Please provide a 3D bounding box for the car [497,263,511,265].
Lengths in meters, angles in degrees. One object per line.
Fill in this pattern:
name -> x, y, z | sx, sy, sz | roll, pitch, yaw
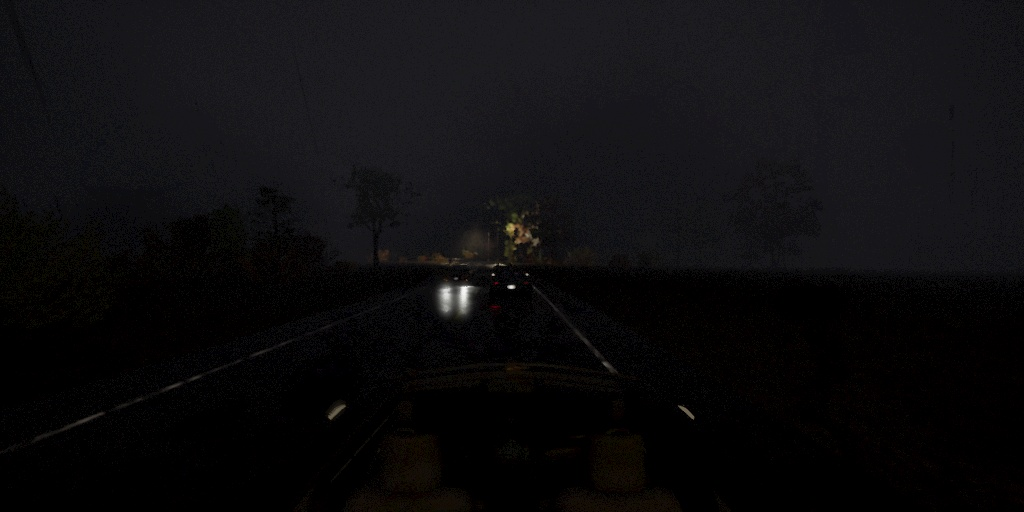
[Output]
car -> -0.911, 1.390, 39.731 | 1.895, 1.301, 4.718 | 0, 0, -4

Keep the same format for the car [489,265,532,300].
car -> -0.087, 1.335, 17.820 | 1.994, 1.385, 4.181 | 0, 0, -1

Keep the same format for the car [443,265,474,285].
car -> -3.968, 1.399, 27.107 | 1.994, 1.385, 4.181 | 0, 0, -2
